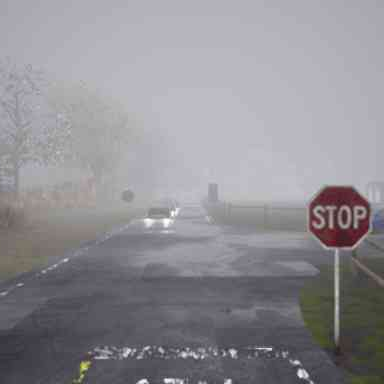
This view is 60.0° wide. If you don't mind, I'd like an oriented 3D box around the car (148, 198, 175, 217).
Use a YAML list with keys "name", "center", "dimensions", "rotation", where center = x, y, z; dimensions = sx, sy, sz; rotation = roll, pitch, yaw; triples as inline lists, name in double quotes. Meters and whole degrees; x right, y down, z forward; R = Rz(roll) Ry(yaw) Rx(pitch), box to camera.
- name: "car"
  center: [-2.936, 1.455, 31.108]
  dimensions: [1.882, 1.535, 5.008]
  rotation: [0, 0, 0]

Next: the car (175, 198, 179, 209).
- name: "car"
  center: [-2.960, 1.467, 40.631]
  dimensions: [1.837, 1.490, 4.892]
  rotation: [0, 0, 0]

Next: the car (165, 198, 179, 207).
- name: "car"
  center: [-2.972, 1.543, 50.670]
  dimensions: [1.895, 1.301, 4.718]
  rotation: [0, 0, 0]

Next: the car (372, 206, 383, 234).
- name: "car"
  center: [9.587, 1.438, 16.708]
  dimensions: [5.008, 1.535, 1.882]
  rotation: [0, 0, 3]
